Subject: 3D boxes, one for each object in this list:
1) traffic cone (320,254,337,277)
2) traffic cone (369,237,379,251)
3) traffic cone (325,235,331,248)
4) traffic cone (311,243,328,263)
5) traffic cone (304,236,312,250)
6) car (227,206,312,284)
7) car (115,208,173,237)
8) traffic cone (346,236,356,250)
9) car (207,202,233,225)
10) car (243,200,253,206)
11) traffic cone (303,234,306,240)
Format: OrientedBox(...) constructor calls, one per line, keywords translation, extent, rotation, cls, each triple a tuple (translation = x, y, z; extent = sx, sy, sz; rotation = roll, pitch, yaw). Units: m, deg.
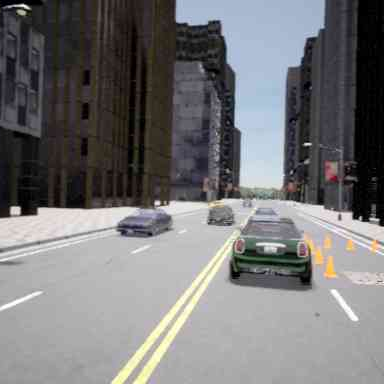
OrientedBox(translation=(4.084, 2.174, 9.829), extent=(0.340, 0.580, 0.340), rotation=(2, -1, 12), cls="traffic cone")
OrientedBox(translation=(8.270, 2.353, 15.068), extent=(0.340, 0.580, 0.340), rotation=(2, -1, 12), cls="traffic cone")
OrientedBox(translation=(6.316, 2.295, 15.487), extent=(0.340, 0.580, 0.340), rotation=(2, -1, 12), cls="traffic cone")
OrientedBox(translation=(4.502, 2.205, 11.785), extent=(0.340, 0.580, 0.340), rotation=(2, -1, 12), cls="traffic cone")
OrientedBox(translation=(4.920, 2.235, 13.741), extent=(0.340, 0.580, 0.340), rotation=(2, -1, 12), cls="traffic cone")
OrientedBox(translation=(2.448, 1.525, 10.552), extent=(2.097, 1.767, 4.553), rotation=(2, -1, 12), cls="car")
OrientedBox(translation=(-2.529, 1.643, 19.334), extent=(2.033, 1.411, 5.357), rotation=(2, -1, 12), cls="car")
OrientedBox(translation=(7.293, 2.324, 15.277), extent=(0.340, 0.580, 0.340), rotation=(2, -1, 12), cls="traffic cone")
OrientedBox(translation=(2.405, 1.824, 26.864), extent=(1.837, 1.490, 4.892), rotation=(2, -1, 12), cls="car")
OrientedBox(translation=(11.710, 2.468, 69.903), extent=(2.128, 1.511, 4.902), rotation=(2, 0, 12), cls="car")
OrientedBox(translation=(5.338, 2.266, 15.696), extent=(0.340, 0.580, 0.340), rotation=(2, -1, 12), cls="traffic cone")
